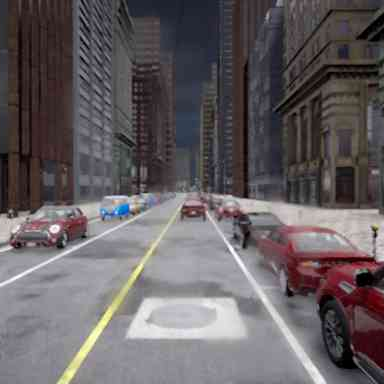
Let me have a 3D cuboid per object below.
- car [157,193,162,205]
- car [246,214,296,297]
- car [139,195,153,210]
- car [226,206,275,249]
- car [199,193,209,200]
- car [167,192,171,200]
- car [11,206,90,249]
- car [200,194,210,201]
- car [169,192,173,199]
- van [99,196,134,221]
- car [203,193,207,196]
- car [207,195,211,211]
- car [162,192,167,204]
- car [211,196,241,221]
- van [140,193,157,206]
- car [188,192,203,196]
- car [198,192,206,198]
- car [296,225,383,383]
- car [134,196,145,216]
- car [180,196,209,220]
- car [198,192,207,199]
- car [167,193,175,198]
[{"bbox_3d":[-5.785,1.166,47.761,1.967,1.590,4.097,0,0,0],"label":"car"},{"bbox_3d":[2.756,1.495,8.318,1.887,1.381,4.507,0,0,0],"label":"car"},{"bbox_3d":[-5.780,1.338,36.488,2.008,1.369,4.403,0,0,0],"label":"car"},{"bbox_3d":[2.754,1.483,13.955,1.947,1.339,4.313,0,0,0],"label":"car"},{"bbox_3d":[2.729,1.016,75.952,1.967,1.590,4.097,0,0,0],"label":"car"},{"bbox_3d":[-5.791,1.200,64.671,1.947,1.339,4.313,0,0,0],"label":"car"},{"bbox_3d":[-5.771,1.357,13.942,1.967,1.590,4.097,0,0,0],"label":"car"},{"bbox_3d":[2.732,1.187,70.317,1.802,1.307,4.206,0,0,0],"label":"car"},{"bbox_3d":[-5.793,1.155,70.308,2.008,1.369,4.403,0,0,0],"label":"car"},{"bbox_3d":[-5.776,1.192,25.214,1.690,1.788,3.998,0,0,0],"label":"van"},{"bbox_3d":[2.739,1.277,53.408,1.802,1.307,4.206,0,0,0],"label":"car"},{"bbox_3d":[2.745,1.353,36.499,1.947,1.339,4.313,0,0,0],"label":"car"},{"bbox_3d":[-5.787,1.010,53.397,2.192,1.841,5.009,0,0,0],"label":"car"},{"bbox_3d":[2.749,1.291,25.225,1.967,1.590,4.097,0,0,0],"label":"car"},{"bbox_3d":[-5.783,1.097,42.124,1.690,1.788,3.998,0,0,0],"label":"van"},{"bbox_3d":[0.081,1.094,44.539,2.097,1.767,4.553,0,0,0],"label":"car"},{"bbox_3d":[2.721,0.809,92.859,2.192,1.841,5.009,0,0,0],"label":"car"},{"bbox_3d":[2.758,1.299,2.681,2.192,1.841,5.009,0,0,0],"label":"car"},{"bbox_3d":[-5.778,1.345,30.682,1.752,1.417,4.829,0,0,0],"label":"car"},{"bbox_3d":[0.090,1.323,26.212,1.882,1.535,5.008,0,0,0],"label":"car"},{"bbox_3d":[2.724,0.836,87.223,2.192,1.841,5.009,0,0,0],"label":"car"},{"bbox_3d":[-5.802,1.076,92.854,1.802,1.307,4.206,0,0,0],"label":"car"}]
